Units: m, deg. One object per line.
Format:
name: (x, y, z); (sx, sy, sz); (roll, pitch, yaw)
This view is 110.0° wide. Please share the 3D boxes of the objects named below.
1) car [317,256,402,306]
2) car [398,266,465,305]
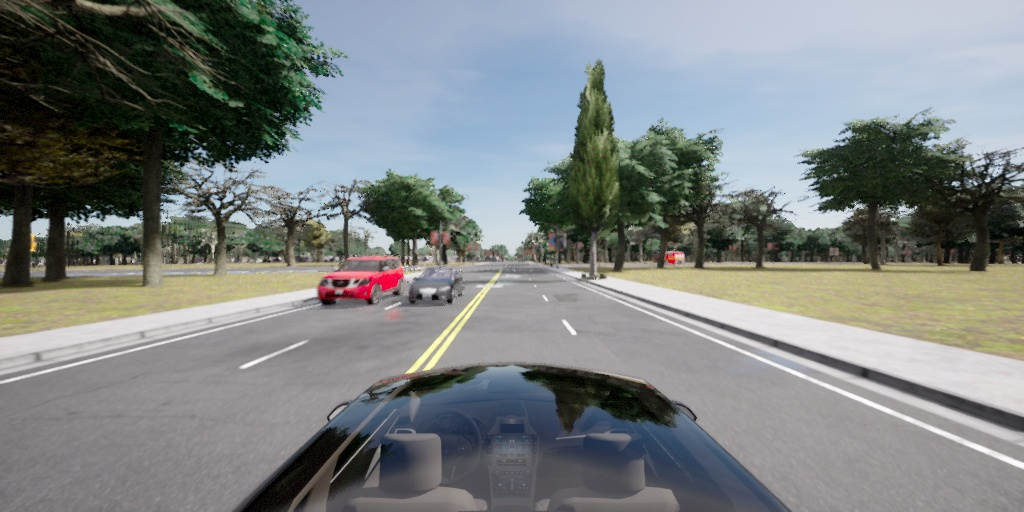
car: (-6.601, 1.025, 16.447); (2.150, 2.045, 5.566); (0, 0, 0)
car: (-3.349, 1.297, 16.606); (2.128, 1.511, 4.902); (0, 0, 0)
